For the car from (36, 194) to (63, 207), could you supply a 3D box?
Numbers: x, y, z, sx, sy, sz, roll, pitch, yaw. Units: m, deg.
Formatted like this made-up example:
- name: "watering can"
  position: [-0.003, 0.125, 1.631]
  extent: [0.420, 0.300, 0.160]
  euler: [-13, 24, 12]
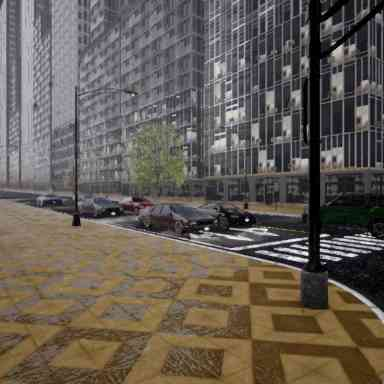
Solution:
- name: "car"
  position: [-15.692, 0.869, 36.580]
  extent: [1.994, 1.385, 4.181]
  euler: [0, 1, -38]

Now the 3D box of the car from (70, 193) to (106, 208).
- name: "car"
  position: [-11.486, 0.899, 36.457]
  extent: [2.033, 1.411, 5.357]
  euler: [0, 1, -38]

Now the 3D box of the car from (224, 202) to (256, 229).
- name: "car"
  position: [1.751, 1.309, 19.545]
  extent: [1.994, 1.385, 4.181]
  euler: [0, 1, -38]

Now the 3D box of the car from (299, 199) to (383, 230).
- name: "car"
  position: [9.334, 1.308, 20.737]
  extent: [1.837, 1.490, 4.892]
  euler: [0, 1, -38]

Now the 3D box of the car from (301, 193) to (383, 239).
- name: "car"
  position: [8.323, 1.077, 16.771]
  extent: [2.150, 2.045, 5.566]
  euler: [0, 1, -38]

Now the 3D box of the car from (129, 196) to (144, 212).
- name: "car"
  position: [-4.579, 1.083, 27.614]
  extent: [1.812, 1.442, 4.674]
  euler: [0, 1, -38]

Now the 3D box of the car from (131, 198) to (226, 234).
- name: "car"
  position: [-0.940, 1.292, 17.708]
  extent: [2.033, 1.411, 5.357]
  euler: [0, 1, -38]

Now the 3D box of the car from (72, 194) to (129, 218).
- name: "car"
  position: [-7.214, 1.105, 25.707]
  extent: [2.033, 1.411, 5.357]
  euler: [0, 1, -38]
